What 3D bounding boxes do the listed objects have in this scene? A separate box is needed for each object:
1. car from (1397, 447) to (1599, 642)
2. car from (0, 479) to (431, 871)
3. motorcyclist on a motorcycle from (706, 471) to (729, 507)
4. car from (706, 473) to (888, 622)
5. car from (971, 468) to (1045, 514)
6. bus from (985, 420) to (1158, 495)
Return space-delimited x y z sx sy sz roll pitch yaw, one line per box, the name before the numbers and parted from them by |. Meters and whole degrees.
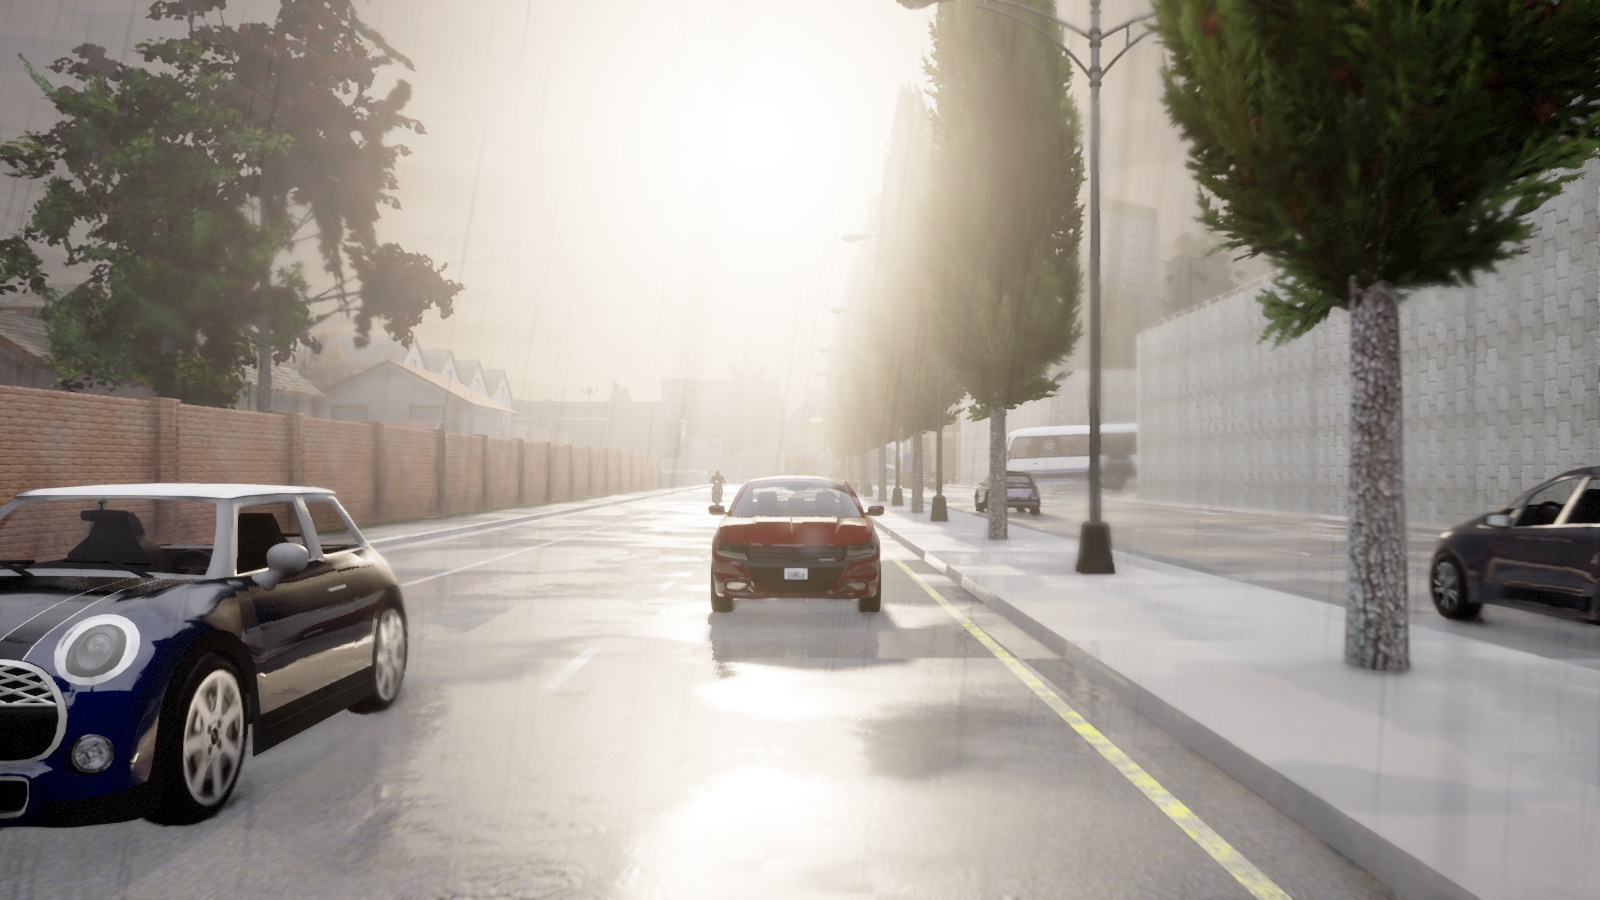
car | 7.969 0.824 12.055 2.242 1.667 4.611 0 -1 0
car | -3.517 0.907 6.715 1.970 1.475 3.806 0 -1 0
motorcyclist on a motorcycle | -3.634 1.711 55.442 0.866 1.590 1.817 0 -1 0
car | -0.038 1.052 15.501 1.882 1.535 5.008 0 -1 0
car | 7.883 1.517 48.011 2.033 1.649 4.856 0 -1 0
bus | 17.240 0.457 80.428 10.273 4.253 3.944 -3 0 6
